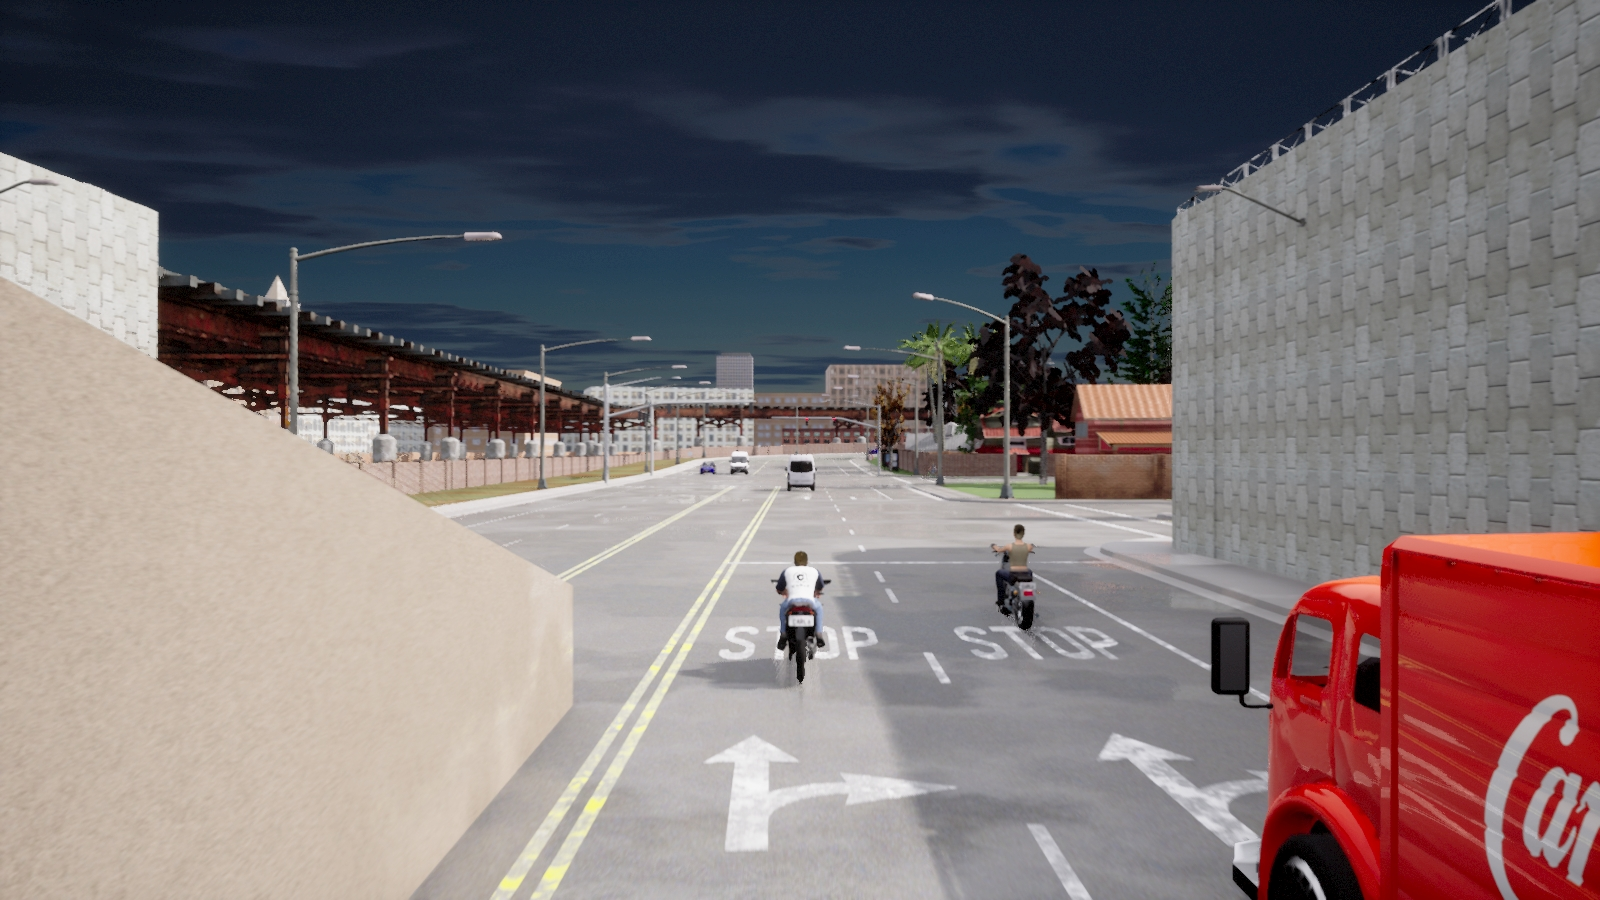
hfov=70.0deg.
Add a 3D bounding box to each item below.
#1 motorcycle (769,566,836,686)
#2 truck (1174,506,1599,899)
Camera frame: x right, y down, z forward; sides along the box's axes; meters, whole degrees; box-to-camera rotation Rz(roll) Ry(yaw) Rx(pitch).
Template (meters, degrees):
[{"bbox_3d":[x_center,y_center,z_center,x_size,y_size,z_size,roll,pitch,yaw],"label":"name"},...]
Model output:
[{"bbox_3d":[0.030,2.185,14.534,0.803,1.224,2.033,0,0,0],"label":"motorcycle"},{"bbox_3d":[3.503,1.576,4.088,2.627,2.467,5.204,0,0,0],"label":"truck"}]
